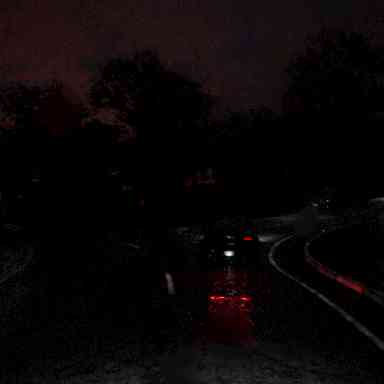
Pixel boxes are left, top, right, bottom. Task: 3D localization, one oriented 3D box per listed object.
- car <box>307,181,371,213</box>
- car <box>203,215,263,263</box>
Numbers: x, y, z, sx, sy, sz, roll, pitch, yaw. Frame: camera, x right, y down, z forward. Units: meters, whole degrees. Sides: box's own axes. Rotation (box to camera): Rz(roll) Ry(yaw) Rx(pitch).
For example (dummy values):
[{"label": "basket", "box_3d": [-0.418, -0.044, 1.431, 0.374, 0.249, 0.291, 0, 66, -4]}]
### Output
[{"label": "car", "box_3d": [11.603, 0.360, 26.123, 5.566, 2.045, 2.150, -7, 2, -28]}, {"label": "car", "box_3d": [1.561, 1.615, 12.543, 1.837, 1.490, 4.892, -2, 0, 10]}]
